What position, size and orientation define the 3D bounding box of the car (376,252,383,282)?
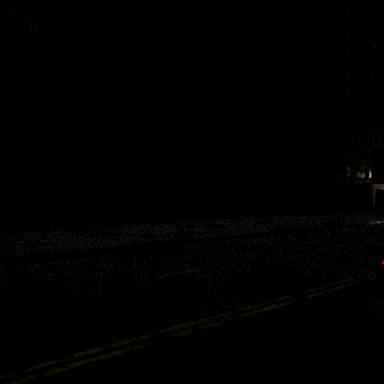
[{"bbox_3d":[6.648,1.582,8.201,5.357,1.411,2.033,0,0,-35],"label":"car"}]
